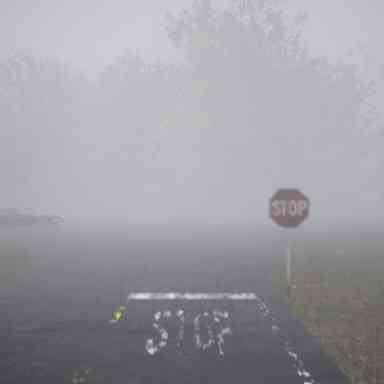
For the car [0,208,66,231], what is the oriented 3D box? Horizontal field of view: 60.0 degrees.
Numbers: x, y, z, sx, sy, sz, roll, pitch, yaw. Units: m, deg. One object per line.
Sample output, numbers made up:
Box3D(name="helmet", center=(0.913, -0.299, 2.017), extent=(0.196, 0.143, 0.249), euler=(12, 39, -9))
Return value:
Box3D(name="car", center=(-10.387, 1.651, 20.472), extent=(4.718, 1.301, 1.895), euler=(-1, -1, 0))
